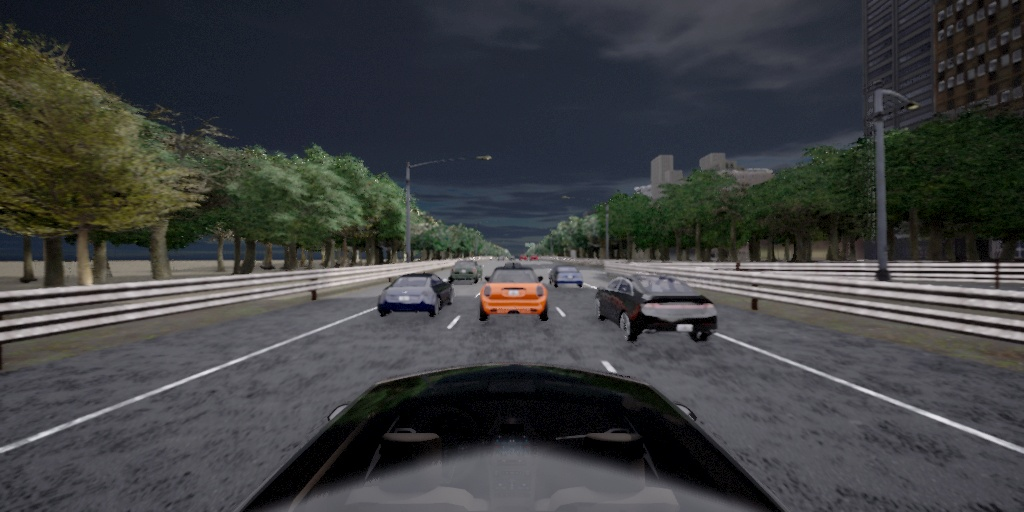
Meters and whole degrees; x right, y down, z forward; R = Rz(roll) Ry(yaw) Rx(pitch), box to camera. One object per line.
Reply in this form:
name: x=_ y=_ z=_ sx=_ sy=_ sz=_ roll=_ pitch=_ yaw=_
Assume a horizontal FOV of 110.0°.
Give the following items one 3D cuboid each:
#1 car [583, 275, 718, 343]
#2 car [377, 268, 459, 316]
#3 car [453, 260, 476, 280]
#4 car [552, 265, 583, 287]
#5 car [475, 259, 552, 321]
car: x=3.541 y=1.248 z=9.716 sx=2.128 sy=1.511 sz=4.902 roll=0 pitch=0 yaw=1
car: x=-3.432 y=1.322 z=13.440 sx=1.994 sy=1.385 sz=4.181 roll=0 pitch=0 yaw=0
car: x=-3.440 y=1.094 z=27.705 sx=2.097 sy=1.767 sz=4.553 roll=0 pitch=0 yaw=0
car: x=3.535 y=1.300 z=24.224 sx=2.033 sy=1.411 sz=5.357 roll=0 pitch=0 yaw=0
car: x=0.064 y=1.109 z=12.713 sx=2.097 sy=1.767 sz=4.553 roll=0 pitch=0 yaw=0
